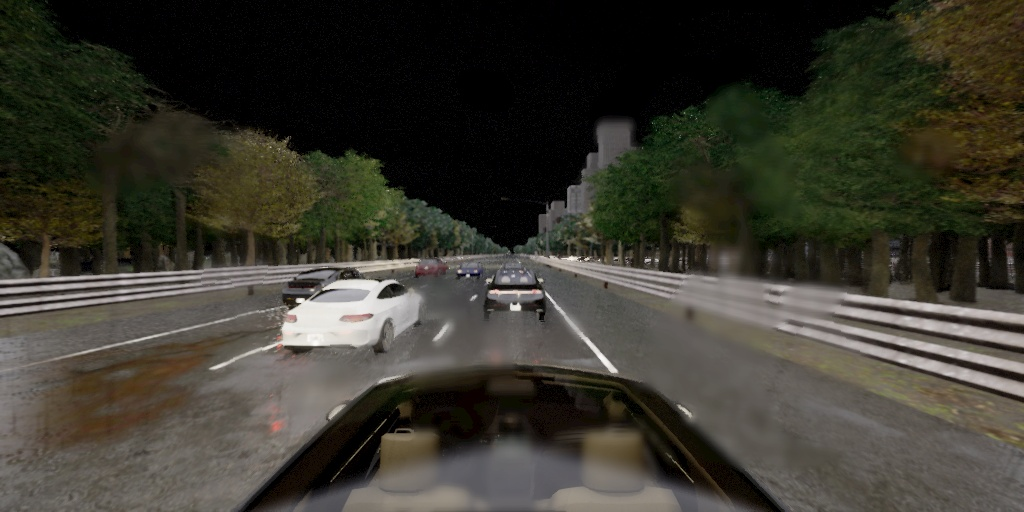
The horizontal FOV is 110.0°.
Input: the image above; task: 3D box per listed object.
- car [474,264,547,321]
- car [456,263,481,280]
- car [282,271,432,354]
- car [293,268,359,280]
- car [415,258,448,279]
[{"bbox_3d":[0.097,1.196,12.211,2.128,1.511,4.902,0,0,0],"label":"car"},{"bbox_3d":[-3.401,1.221,29.930,1.895,1.301,4.718,0,0,0],"label":"car"},{"bbox_3d":[-3.406,1.246,8.536,1.812,1.442,4.674,0,0,0],"label":"car"},{"bbox_3d":[-6.901,1.201,14.151,1.837,1.490,4.892,0,0,0],"label":"car"},{"bbox_3d":[-6.900,0.965,31.240,2.097,1.767,4.553,0,0,0],"label":"car"}]
